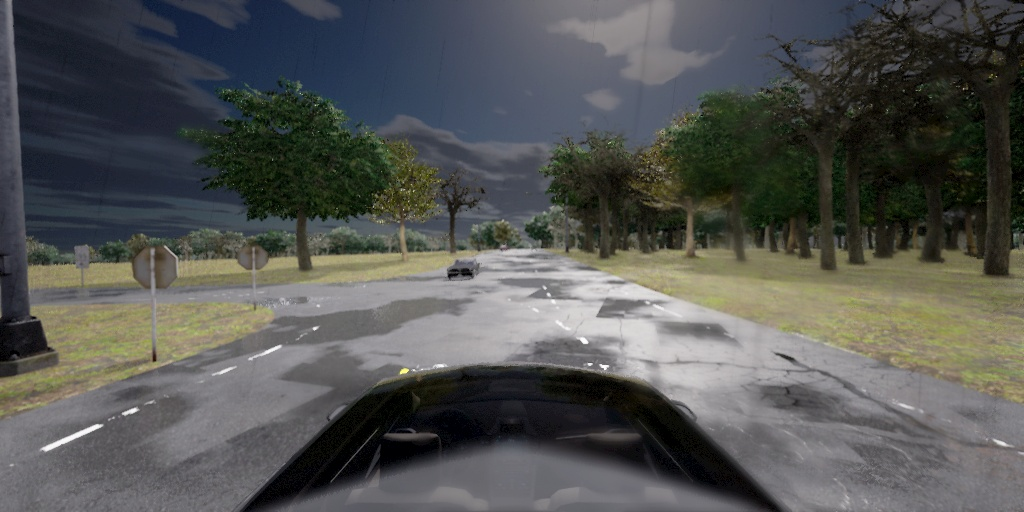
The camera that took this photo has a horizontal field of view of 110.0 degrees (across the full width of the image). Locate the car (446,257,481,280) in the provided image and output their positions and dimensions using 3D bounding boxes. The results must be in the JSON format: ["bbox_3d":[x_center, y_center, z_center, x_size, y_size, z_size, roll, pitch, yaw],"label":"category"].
[{"bbox_3d":[-3.394,0.814,25.722,1.895,1.301,4.718,-2,4,1],"label":"car"}]
